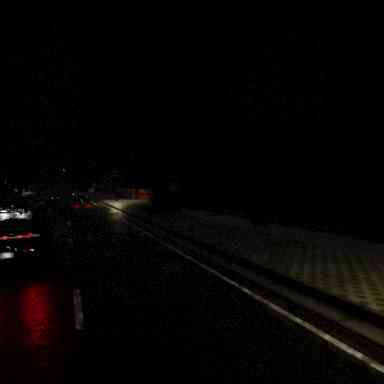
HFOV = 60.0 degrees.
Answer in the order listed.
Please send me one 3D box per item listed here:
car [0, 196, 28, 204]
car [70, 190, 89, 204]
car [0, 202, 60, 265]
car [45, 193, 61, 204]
[{"bbox_3d":[-18.699,1.076,35.330,1.895,1.301,4.718,-2,2,-21],"label":"car"},{"bbox_3d":[-14.062,0.723,41.918,1.812,1.442,4.674,-2,1,-21],"label":"car"},{"bbox_3d":[-5.454,1.320,10.510,2.128,1.511,4.902,-2,2,-21],"label":"car"},{"bbox_3d":[-18.147,0.797,43.456,2.033,1.411,5.357,-2,2,-21],"label":"car"}]
